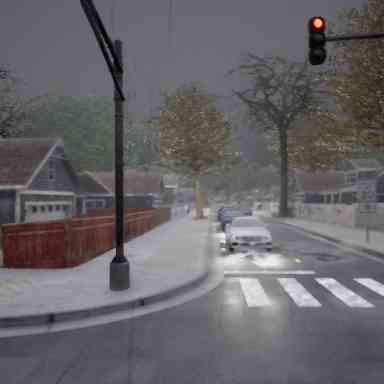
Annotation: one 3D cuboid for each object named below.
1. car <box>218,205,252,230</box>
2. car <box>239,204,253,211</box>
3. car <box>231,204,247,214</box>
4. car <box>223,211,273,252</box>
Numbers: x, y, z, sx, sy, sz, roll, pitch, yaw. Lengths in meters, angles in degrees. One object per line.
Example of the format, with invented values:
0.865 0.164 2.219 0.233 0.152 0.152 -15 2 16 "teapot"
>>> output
3.216 2.072 25.948 1.882 1.535 5.008 -1 -1 3 "car"
7.384 2.623 46.750 1.994 1.385 4.181 -1 -1 4 "car"
7.904 2.785 56.378 2.128 1.511 4.902 -1 -1 3 "car"
2.606 1.883 15.928 1.812 1.442 4.674 -1 -1 3 "car"
